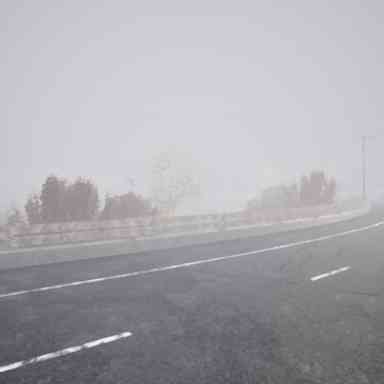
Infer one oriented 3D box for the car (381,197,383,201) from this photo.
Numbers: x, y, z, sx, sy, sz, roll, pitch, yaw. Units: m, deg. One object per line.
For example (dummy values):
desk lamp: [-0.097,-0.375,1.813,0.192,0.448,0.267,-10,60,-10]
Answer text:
car: [46.641,1.436,78.529,1.882,1.535,5.008,0,0,5]
